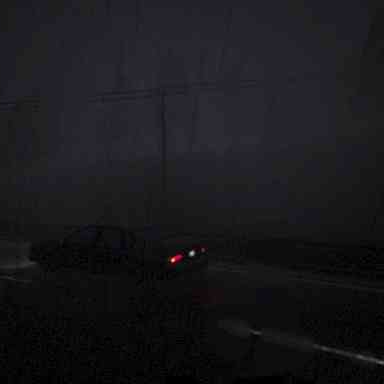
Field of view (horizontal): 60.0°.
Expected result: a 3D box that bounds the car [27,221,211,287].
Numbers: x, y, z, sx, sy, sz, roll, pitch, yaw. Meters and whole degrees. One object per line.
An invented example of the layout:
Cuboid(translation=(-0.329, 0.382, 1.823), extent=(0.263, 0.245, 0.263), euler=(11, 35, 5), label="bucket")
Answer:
Cuboid(translation=(-2.166, 1.541, 9.221), extent=(5.357, 1.411, 2.033), euler=(0, 0, 30), label="car")
